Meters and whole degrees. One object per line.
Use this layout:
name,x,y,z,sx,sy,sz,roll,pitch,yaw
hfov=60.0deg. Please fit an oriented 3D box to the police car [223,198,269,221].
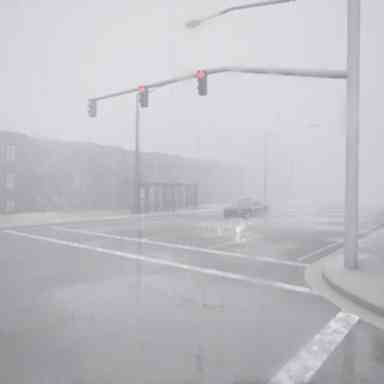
police car,4.263,1.299,25.997,1.930,1.638,5.238,1,0,38
